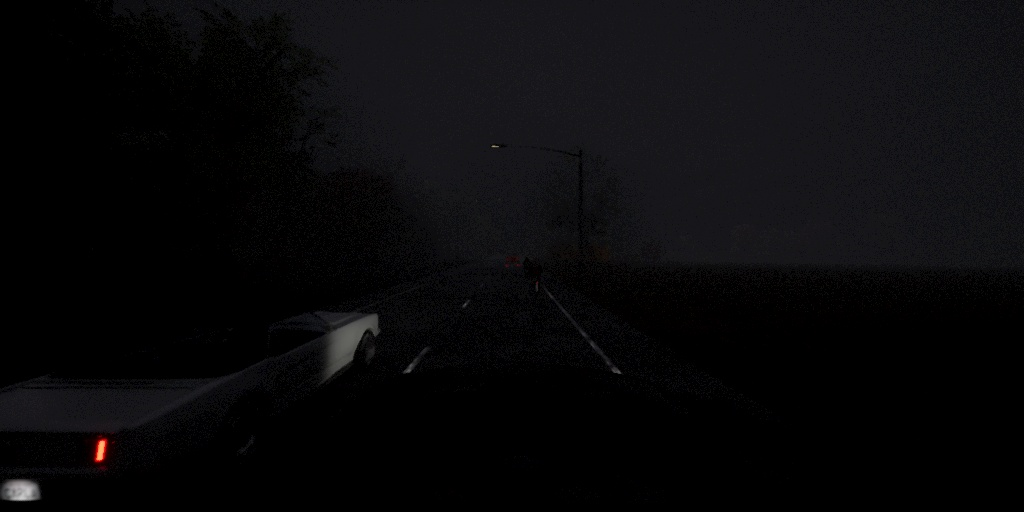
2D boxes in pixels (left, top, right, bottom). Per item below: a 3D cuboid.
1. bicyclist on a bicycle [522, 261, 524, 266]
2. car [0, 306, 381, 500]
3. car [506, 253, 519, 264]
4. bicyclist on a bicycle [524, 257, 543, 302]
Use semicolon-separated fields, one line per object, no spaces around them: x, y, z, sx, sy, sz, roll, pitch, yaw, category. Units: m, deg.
0.961;0.890;23.273;0.582;1.620;1.656;0;1;0;bicyclist on a bicycle
-3.402;1.307;4.700;1.895;1.301;4.718;0;1;0;car
0.068;0.296;57.277;2.097;1.767;4.553;0;1;0;car
0.962;0.935;14.517;0.659;1.776;1.843;0;1;0;bicyclist on a bicycle
